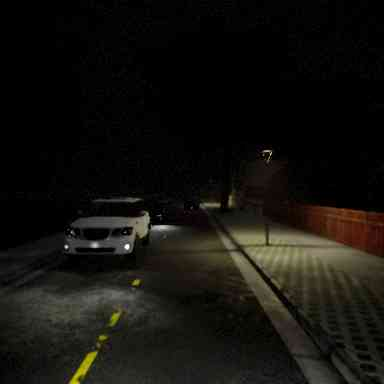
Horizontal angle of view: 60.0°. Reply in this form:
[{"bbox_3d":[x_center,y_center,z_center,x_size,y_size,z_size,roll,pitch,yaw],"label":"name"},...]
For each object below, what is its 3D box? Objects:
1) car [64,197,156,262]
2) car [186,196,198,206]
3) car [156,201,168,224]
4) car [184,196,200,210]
[{"bbox_3d":[-2.850,1.218,12.478,2.150,2.045,5.566,0,0,0],"label":"car"},{"bbox_3d":[-0.024,1.412,54.774,1.812,1.442,4.674,0,0,0],"label":"car"},{"bbox_3d":[-2.835,1.484,24.592,1.837,1.490,4.892,0,1,0],"label":"car"},{"bbox_3d":[0.009,1.542,41.252,1.895,1.301,4.718,0,0,1],"label":"car"}]
